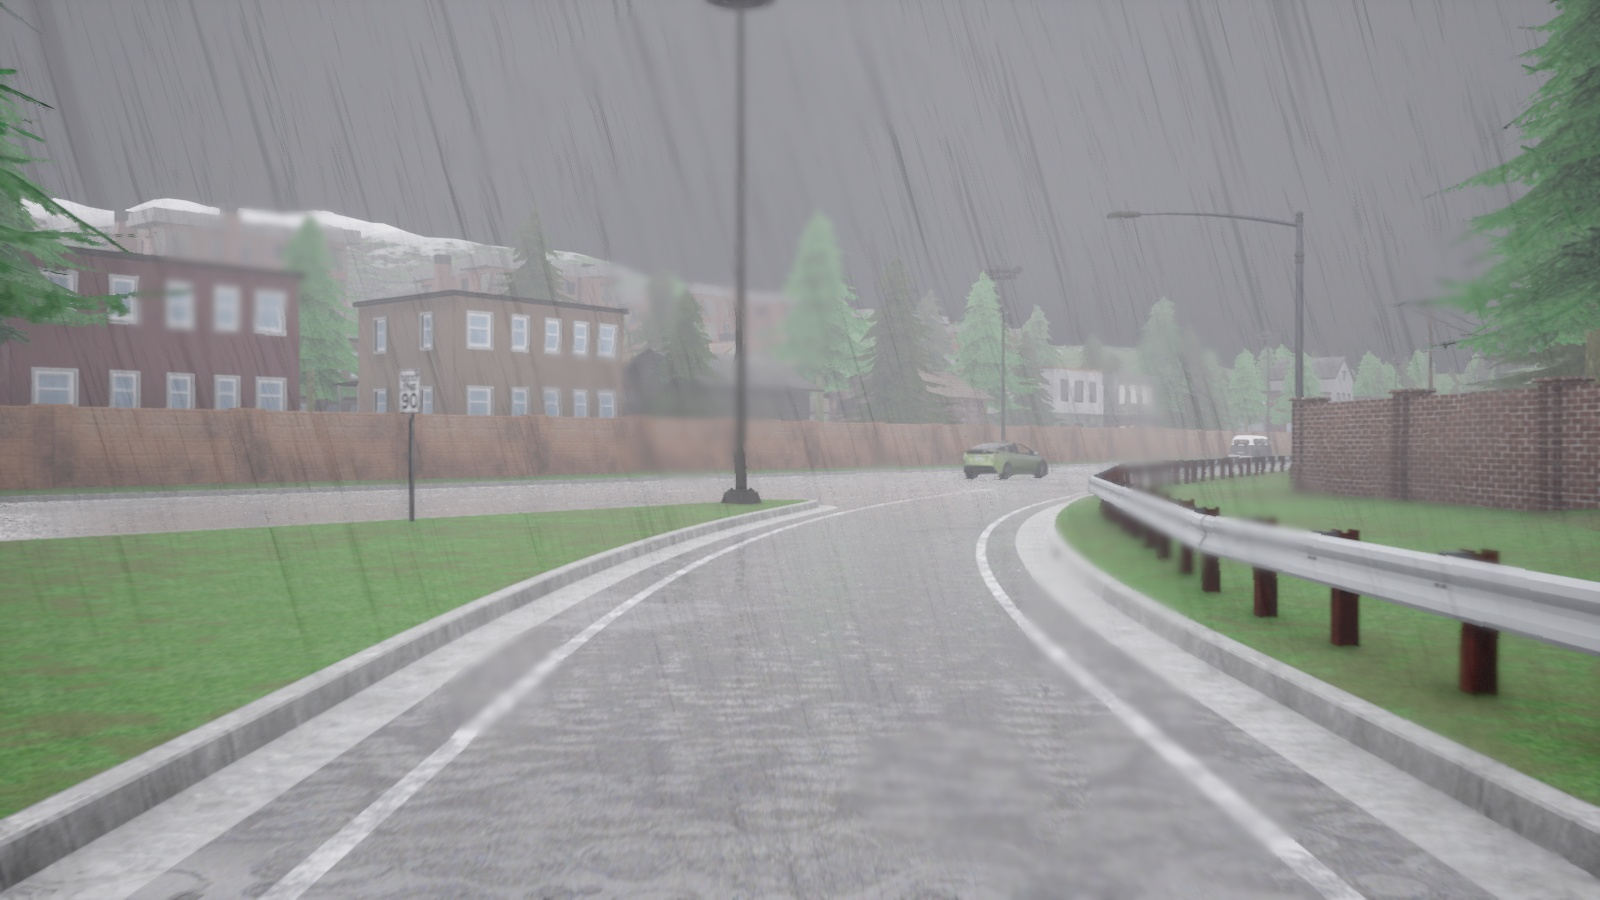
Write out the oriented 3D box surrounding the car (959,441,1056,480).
[{"bbox_3d":[8.579,0.409,51.611,2.007,1.525,4.514,0,0,39],"label":"car"}]
